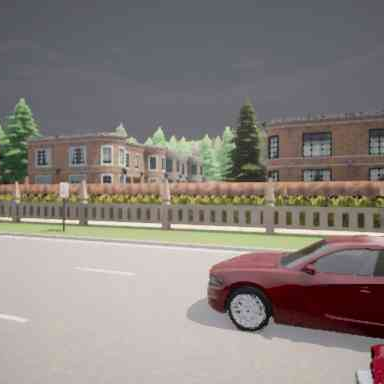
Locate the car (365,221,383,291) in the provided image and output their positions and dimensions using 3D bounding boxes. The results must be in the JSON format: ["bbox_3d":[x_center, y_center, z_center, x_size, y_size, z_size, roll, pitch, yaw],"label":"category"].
[{"bbox_3d":[7.082,1.546,7.589,5.357,1.411,2.033,0,0,22],"label":"car"}]

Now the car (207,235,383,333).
[{"bbox_3d":[2.723,1.474,5.549,5.008,1.535,1.882,0,0,22],"label":"car"}]

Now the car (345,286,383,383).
[{"bbox_3d":[3.375,1.601,1.526,4.718,1.301,1.895,0,0,22],"label":"car"}]
